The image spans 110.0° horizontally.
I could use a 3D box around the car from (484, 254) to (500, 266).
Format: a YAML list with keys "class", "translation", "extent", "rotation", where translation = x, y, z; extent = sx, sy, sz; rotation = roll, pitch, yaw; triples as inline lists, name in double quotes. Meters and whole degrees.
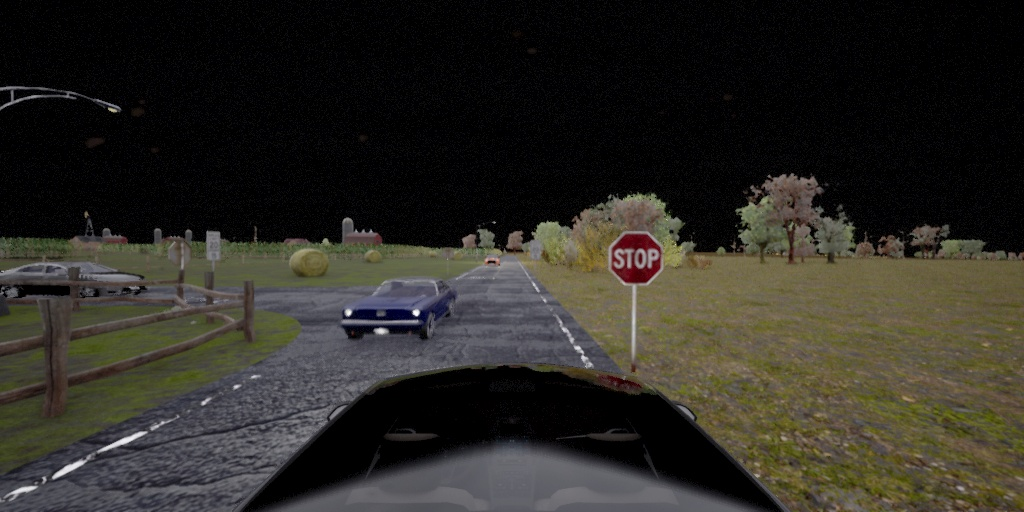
- class: "car"
  translation: [-2.783, 0.518, 51.353]
  extent: [2.097, 1.767, 4.553]
  rotation: [0, 1, 0]

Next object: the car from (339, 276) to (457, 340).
- class: "car"
  translation: [-2.753, 1.256, 9.752]
  extent: [1.895, 1.301, 4.718]
  rotation: [0, 1, 0]

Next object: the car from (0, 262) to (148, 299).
- class: "car"
  translation: [-17.891, 0.988, 14.664]
  extent: [4.902, 1.511, 2.128]
  rotation: [0, 1, -1]
